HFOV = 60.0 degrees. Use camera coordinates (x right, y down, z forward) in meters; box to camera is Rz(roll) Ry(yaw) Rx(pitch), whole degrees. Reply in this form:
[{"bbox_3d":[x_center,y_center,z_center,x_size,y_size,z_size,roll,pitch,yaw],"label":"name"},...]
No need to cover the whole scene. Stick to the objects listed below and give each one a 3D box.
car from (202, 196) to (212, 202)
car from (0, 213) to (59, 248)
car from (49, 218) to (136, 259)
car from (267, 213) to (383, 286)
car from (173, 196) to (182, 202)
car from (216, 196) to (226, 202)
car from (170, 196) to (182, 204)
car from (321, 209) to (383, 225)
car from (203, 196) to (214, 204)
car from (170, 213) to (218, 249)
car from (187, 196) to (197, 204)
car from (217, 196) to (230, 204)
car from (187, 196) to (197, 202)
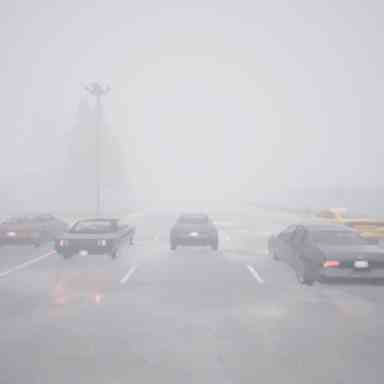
[{"bbox_3d":[3.508,1.676,79.286,2.033,1.411,5.357,0,0,0],"label":"car"},{"bbox_3d":[-7.087,1.611,14.975,1.994,1.385,4.181,0,0,-2],"label":"car"},{"bbox_3d":[-3.412,1.641,12.719,1.895,1.301,4.718,0,0,0],"label":"car"},{"bbox_3d":[3.575,1.578,9.515,2.033,1.411,5.357,0,0,0],"label":"car"},{"bbox_3d":[-3.492,1.663,80.120,1.837,1.490,4.892,0,0,0],"label":"car"},{"bbox_3d":[7.008,1.641,80.119,1.882,1.535,5.008,0,0,0],"label":"car"},{"bbox_3d":[-3.493,1.804,70.141,1.895,1.301,4.718,0,0,0],"label":"car"},{"bbox_3d":[7.094,1.527,15.952,1.882,1.535,5.008,0,0,0],"label":"car"},{"bbox_3d":[3.507,1.666,69.695,1.882,1.535,5.008,0,0,0],"label":"car"},{"bbox_3d":[0.090,1.611,14.877,1.994,1.385,4.181,0,0,0],"label":"car"},{"bbox_3d":[0.007,1.688,69.695,1.837,1.490,4.892,0,0,0],"label":"car"},{"bbox_3d":[7.007,1.724,70.944,1.812,1.442,4.674,0,0,0],"label":"car"},{"bbox_3d":[0.008,1.661,79.286,2.128,1.511,4.902,0,0,0],"label":"car"}]
